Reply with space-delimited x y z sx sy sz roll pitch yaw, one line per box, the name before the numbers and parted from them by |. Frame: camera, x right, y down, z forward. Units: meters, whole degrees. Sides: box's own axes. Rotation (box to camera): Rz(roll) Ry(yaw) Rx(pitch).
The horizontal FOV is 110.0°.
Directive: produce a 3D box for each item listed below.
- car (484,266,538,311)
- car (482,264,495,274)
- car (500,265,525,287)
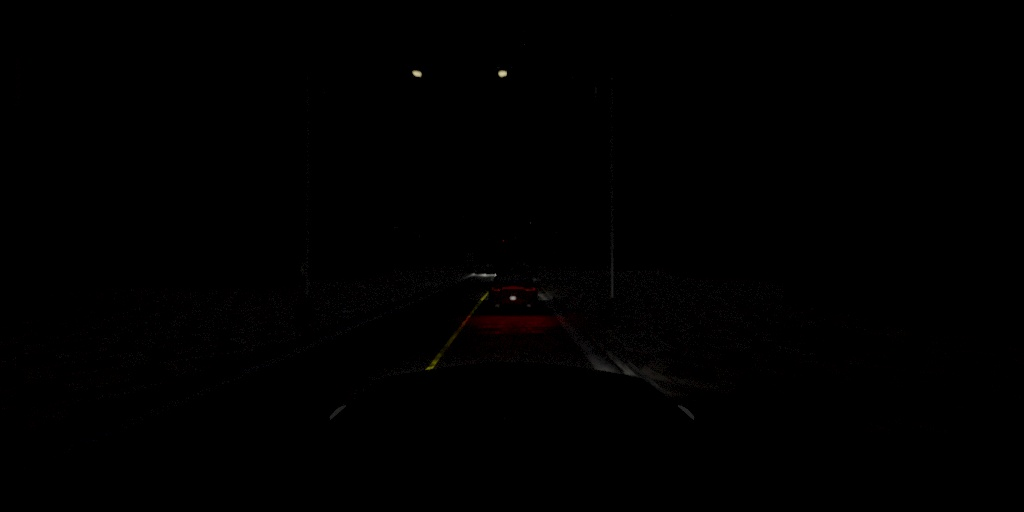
car | 0.059 1.378 15.331 1.882 1.535 5.008 0 0 0
car | -3.036 1.798 50.357 1.812 1.442 4.674 0 -1 1
car | 0.055 1.557 29.217 1.837 1.490 4.892 0 0 0
